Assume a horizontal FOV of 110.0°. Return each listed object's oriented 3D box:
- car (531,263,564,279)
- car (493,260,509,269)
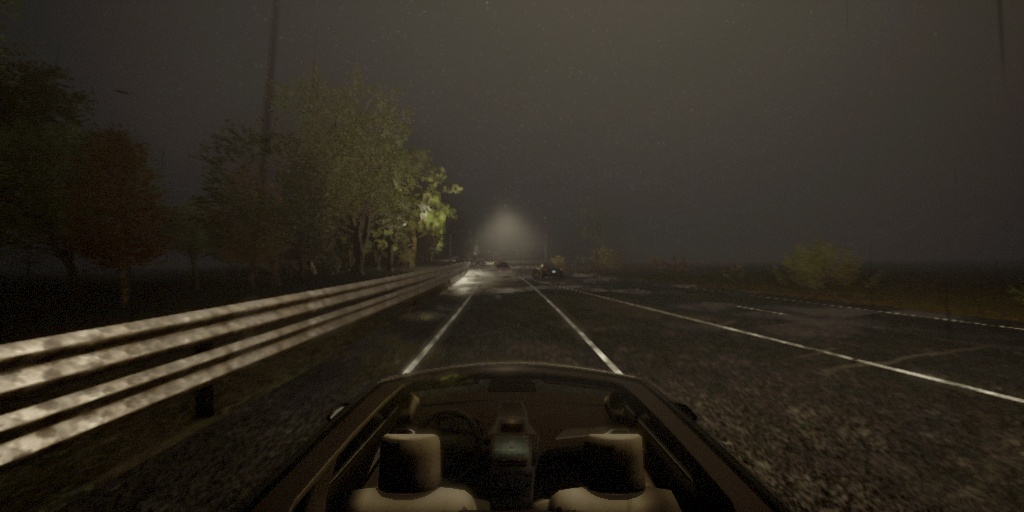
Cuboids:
[{"bbox_3d":[3.067,1.268,31.391,1.994,1.385,4.181,0,0,-11],"label":"car"},{"bbox_3d":[-1.687,1.265,55.179,1.812,1.442,4.674,0,0,-11],"label":"car"}]
